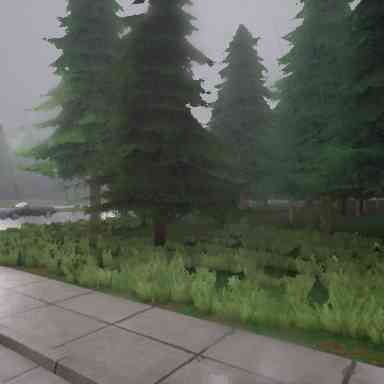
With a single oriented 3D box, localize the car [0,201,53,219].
[{"bbox_3d":[-13.750,1.499,27.942,1.812,1.442,4.674,0,0,34],"label":"car"}]
